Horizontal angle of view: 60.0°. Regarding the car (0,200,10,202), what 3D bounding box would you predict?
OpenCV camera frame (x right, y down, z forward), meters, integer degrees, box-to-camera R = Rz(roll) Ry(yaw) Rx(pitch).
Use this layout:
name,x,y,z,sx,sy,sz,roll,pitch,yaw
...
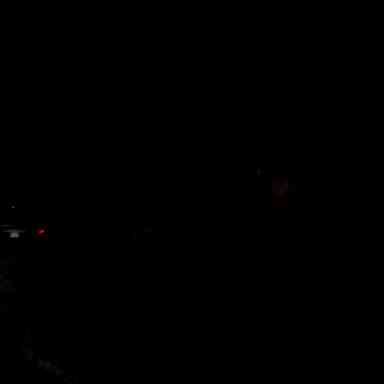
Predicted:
name,x,y,z,sx,sy,sz,roll,pitch,yaw
car,-16.250,1.429,27.843,4.902,1.511,2.128,0,0,21

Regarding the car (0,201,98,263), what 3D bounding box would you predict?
name,x,y,z,sx,sy,sz,roll,pitch,yaw
car,-5.145,1.328,12.164,2.097,1.767,4.553,0,0,5
